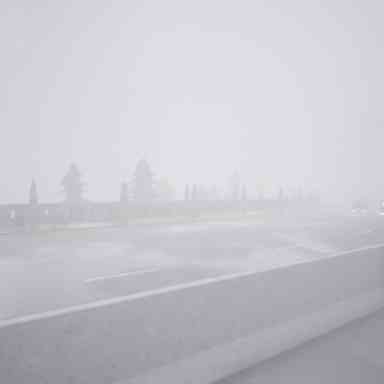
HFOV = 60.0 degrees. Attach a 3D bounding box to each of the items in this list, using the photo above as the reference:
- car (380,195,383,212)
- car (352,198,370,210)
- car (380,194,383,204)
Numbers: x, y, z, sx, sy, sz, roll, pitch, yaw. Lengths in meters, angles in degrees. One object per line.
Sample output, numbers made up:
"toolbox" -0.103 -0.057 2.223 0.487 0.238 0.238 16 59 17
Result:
"car" 22.236 1.300 36.868 2.097 1.767 4.553 0 0 32
"car" 21.595 1.514 42.538 2.033 1.411 5.357 0 0 29
"car" 36.778 1.336 61.943 2.097 1.767 4.553 0 0 16
